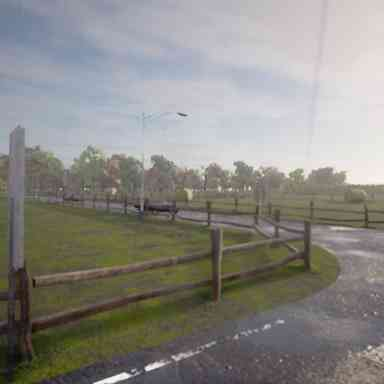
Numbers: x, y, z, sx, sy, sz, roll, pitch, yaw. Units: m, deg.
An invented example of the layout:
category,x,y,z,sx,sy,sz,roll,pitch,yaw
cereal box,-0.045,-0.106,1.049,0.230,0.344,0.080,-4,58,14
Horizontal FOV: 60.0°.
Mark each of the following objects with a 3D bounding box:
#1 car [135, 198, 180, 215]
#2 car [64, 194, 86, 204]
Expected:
category,x,y,z,sx,sy,sz,roll,pitch,yaw
car,-2.984,1.221,28.369,1.895,1.301,4.718,1,0,-36
car,-16.473,0.930,46.943,1.895,1.301,4.718,1,0,-36
